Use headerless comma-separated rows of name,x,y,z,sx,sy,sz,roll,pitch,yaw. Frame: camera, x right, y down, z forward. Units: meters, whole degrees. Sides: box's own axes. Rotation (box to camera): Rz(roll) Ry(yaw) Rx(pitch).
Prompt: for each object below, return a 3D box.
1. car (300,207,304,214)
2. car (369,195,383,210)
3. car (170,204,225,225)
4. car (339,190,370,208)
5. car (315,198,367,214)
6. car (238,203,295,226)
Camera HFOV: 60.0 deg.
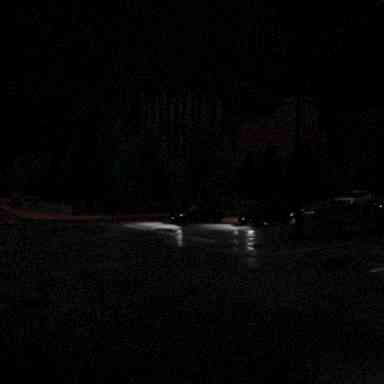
car,8.317,1.731,31.389,5.357,1.411,2.033,-1,0,-36
car,22.100,1.097,36.827,4.892,1.490,1.837,-5,3,-35
car,0.502,1.673,25.852,4.674,1.442,1.812,1,0,-34
car,18.752,0.924,38.754,5.566,2.045,2.150,-4,2,-35
car,13.592,1.655,30.817,5.357,1.411,2.033,-2,1,-35
car,5.604,1.681,25.149,4.892,1.490,1.837,1,0,-35
